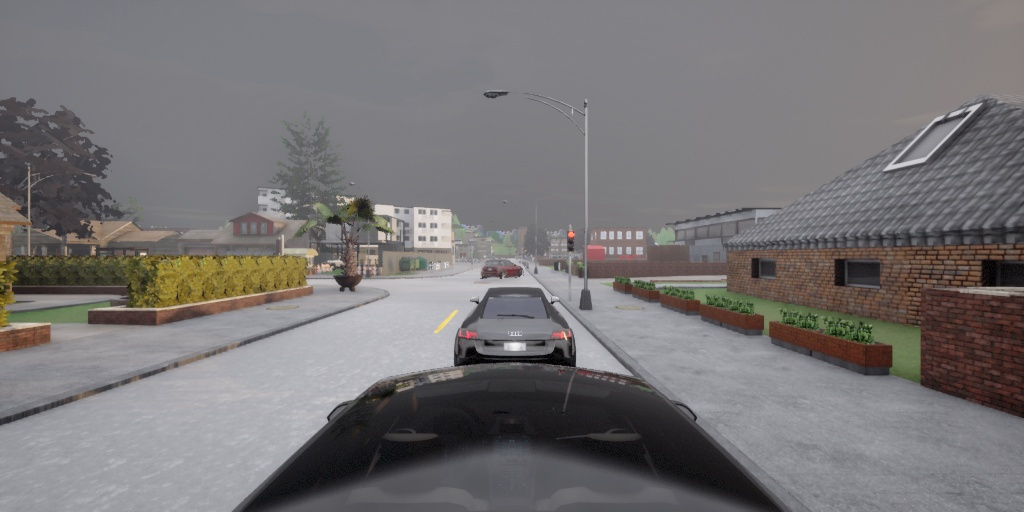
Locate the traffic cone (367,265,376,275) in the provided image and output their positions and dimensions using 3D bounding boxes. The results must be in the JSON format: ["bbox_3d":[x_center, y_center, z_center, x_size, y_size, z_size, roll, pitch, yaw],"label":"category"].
[{"bbox_3d":[-15.752,1.561,40.143,0.344,0.586,0.344,0,0,0],"label":"traffic cone"}]

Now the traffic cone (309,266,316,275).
[{"bbox_3d":[-19.799,1.568,35.259,0.344,0.586,0.344,0,0,0],"label":"traffic cone"}]

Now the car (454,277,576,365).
[{"bbox_3d":[0.059,1.314,7.326,1.994,1.385,4.181,0,0,0],"label":"car"}]

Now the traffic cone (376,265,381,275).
[{"bbox_3d":[-15.391,1.558,40.712,0.344,0.586,0.344,0,0,0],"label":"traffic cone"}]

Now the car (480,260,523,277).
[{"bbox_3d":[-0.813,1.102,31.235,2.097,1.767,4.553,0,0,28],"label":"car"}]
